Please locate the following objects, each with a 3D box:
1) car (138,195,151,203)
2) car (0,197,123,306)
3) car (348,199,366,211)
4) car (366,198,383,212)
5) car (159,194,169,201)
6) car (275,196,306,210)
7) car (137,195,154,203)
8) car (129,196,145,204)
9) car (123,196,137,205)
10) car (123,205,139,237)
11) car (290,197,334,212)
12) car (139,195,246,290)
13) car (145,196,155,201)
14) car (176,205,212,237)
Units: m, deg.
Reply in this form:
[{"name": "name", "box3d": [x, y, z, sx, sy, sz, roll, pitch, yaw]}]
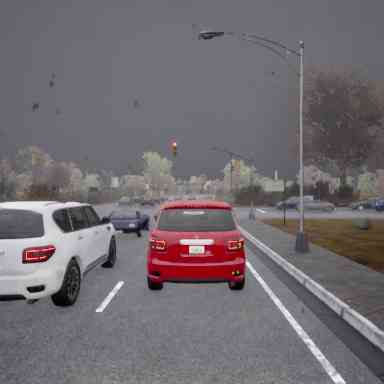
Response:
[{"name": "car", "box3d": [-10.557, 1.525, 74.128, 2.128, 1.511, 4.902, 0, 0, 0]}, {"name": "car", "box3d": [-3.406, 1.221, 8.133, 2.150, 2.045, 5.566, 0, 0, 0]}, {"name": "car", "box3d": [21.730, 1.499, 40.630, 4.892, 1.490, 1.837, 0, 0, 3]}, {"name": "car", "box3d": [23.084, 1.212, 37.050, 5.566, 2.045, 2.150, 0, 0, 3]}, {"name": "car", "box3d": [-7.063, 1.355, 83.776, 2.097, 1.767, 4.553, 0, 0, 0]}, {"name": "car", "box3d": [12.600, 1.352, 41.122, 4.553, 1.767, 2.097, 0, 0, 3]}, {"name": "car", "box3d": [-7.100, 1.547, 53.805, 2.033, 1.411, 5.357, 0, 0, -1]}, {"name": "car", "box3d": [-10.591, 1.547, 64.310, 2.033, 1.411, 5.357, 0, 0, 1]}, {"name": "car", "box3d": [-10.629, 1.506, 53.845, 1.837, 1.490, 4.892, 0, 0, 0]}, {"name": "car", "box3d": [-3.413, 1.601, 17.901, 1.895, 1.301, 4.718, 0, 0, 0]}, {"name": "car", "box3d": [13.748, 1.564, 37.553, 4.181, 1.385, 1.994, 0, 0, 3]}, {"name": "car", "box3d": [0.091, 1.221, 9.194, 2.150, 2.045, 5.566, 0, 0, 0]}, {"name": "car", "box3d": [-10.563, 1.595, 84.140, 1.895, 1.301, 4.718, 0, 0, 0]}, {"name": "car", "box3d": [0.086, 1.526, 18.888, 1.812, 1.442, 4.674, 0, 0, 0]}]
